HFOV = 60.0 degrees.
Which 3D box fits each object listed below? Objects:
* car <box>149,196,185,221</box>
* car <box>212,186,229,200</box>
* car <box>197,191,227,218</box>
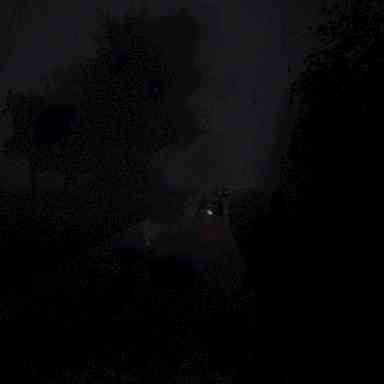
[{"bbox_3d":[-1.603,1.044,22.951,1.882,1.535,5.008,2,2,5],"label":"car"},{"bbox_3d":[3.599,-0.048,42.107,2.097,1.767,4.553,1,3,8],"label":"car"},{"bbox_3d":[1.447,1.011,24.422,1.837,1.490,4.892,0,3,5],"label":"car"}]
